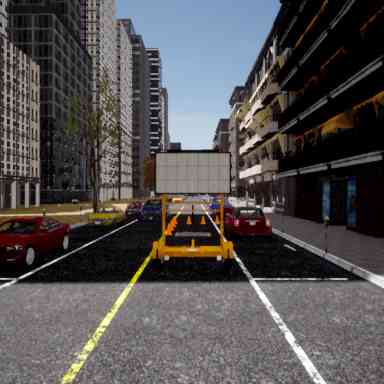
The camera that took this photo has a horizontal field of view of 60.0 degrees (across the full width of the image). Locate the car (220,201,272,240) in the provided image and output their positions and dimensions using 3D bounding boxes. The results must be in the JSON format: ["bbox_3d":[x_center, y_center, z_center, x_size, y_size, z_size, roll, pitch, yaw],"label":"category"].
[{"bbox_3d":[2.737,1.444,16.916,1.967,1.590,4.097,0,0,0],"label":"car"}]

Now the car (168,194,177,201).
[{"bbox_3d":[-5.419,1.414,93.591,2.192,1.841,5.009,0,0,0],"label":"car"}]

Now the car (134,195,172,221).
[{"bbox_3d":[-3.022,1.362,26.811,2.097,1.767,4.553,0,0,0],"label":"car"}]

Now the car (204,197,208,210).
[{"bbox_3d":[2.802,1.460,39.047,1.967,1.590,4.097,0,0,0],"label":"car"}]

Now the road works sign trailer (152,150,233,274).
[{"bbox_3d":[0.028,0.466,10.594,2.380,3.560,2.880,0,0,0],"label":"road works sign trailer"}]

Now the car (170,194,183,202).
[{"bbox_3d":[-2.810,1.526,65.258,1.882,1.535,5.008,0,0,0],"label":"car"}]

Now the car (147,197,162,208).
[{"bbox_3d":[-5.546,1.555,49.967,1.752,1.417,4.829,0,0,0],"label":"car"}]

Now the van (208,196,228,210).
[{"bbox_3d":[2.786,1.356,33.514,1.690,1.788,3.998,0,0,0],"label":"van"}]

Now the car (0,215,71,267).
[{"bbox_3d":[-5.660,1.547,11.409,1.887,1.381,4.507,0,0,0],"label":"car"}]

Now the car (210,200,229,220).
[{"bbox_3d":[2.769,1.593,27.982,1.802,1.307,4.206,0,0,0],"label":"car"}]

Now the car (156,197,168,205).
[{"bbox_3d":[-5.513,1.588,61.203,1.887,1.381,4.507,0,0,0],"label":"car"}]

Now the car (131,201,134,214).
[{"bbox_3d":[-5.595,1.597,33.540,1.802,1.307,4.206,0,0,0],"label":"car"}]

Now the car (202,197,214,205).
[{"bbox_3d":[2.867,1.594,61.178,2.008,1.369,4.403,0,0,0],"label":"car"}]

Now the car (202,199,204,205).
[{"bbox_3d":[2.835,1.581,50.112,2.008,1.369,4.403,0,0,0],"label":"car"}]

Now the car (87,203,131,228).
[{"bbox_3d":[-5.627,1.532,22.304,1.752,1.417,4.829,0,0,0],"label":"car"}]

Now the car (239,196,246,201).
[{"bbox_3d":[13.661,1.414,80.552,4.403,1.369,2.008,-1,1,0],"label":"car"}]
